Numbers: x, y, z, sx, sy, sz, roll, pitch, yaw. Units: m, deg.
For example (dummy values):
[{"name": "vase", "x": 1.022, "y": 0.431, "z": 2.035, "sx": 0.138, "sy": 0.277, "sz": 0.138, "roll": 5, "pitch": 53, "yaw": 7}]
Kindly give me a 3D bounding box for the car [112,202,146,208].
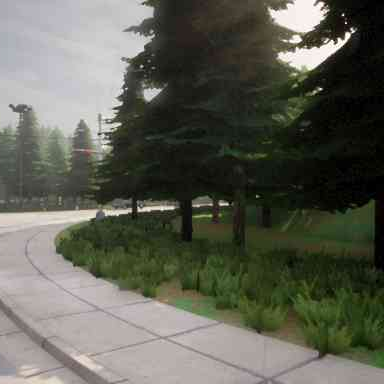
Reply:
[{"name": "car", "x": -8.181, "y": 1.492, "z": 43.600, "sx": 2.128, "sy": 1.511, "sz": 4.902, "roll": 0, "pitch": 0, "yaw": 37}]
